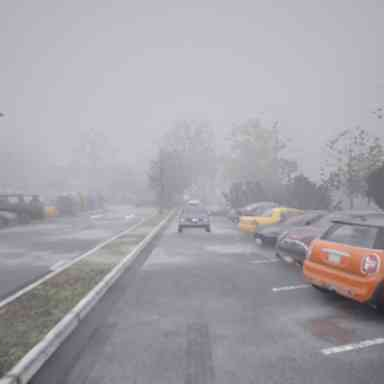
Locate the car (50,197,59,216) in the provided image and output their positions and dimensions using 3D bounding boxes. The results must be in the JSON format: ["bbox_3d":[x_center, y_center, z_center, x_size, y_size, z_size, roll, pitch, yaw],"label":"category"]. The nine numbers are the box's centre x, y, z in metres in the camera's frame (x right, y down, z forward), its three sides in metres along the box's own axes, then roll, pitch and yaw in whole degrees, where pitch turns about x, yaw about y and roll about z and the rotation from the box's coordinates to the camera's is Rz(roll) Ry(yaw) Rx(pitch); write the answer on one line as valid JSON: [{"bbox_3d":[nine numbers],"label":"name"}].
[{"bbox_3d":[-13.446,1.439,26.345,5.366,1.575,1.946,-1,1,-20],"label":"car"}]

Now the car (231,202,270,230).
[{"bbox_3d":[5.015,1.482,17.127,5.366,1.575,1.946,1,0,-20],"label":"car"}]

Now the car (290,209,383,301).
[{"bbox_3d":[4.802,1.358,7.291,4.553,1.767,2.185,1,0,-20],"label":"car"}]

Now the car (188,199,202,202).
[{"bbox_3d":[0.292,1.471,35.423,1.812,1.442,4.674,0,0,3],"label":"car"}]

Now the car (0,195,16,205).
[{"bbox_3d":[-33.360,1.519,60.088,2.185,1.767,4.553,1,-3,-19],"label":"car"}]

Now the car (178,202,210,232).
[{"bbox_3d":[0.118,1.544,20.228,2.033,1.411,5.357,0,0,0],"label":"car"}]

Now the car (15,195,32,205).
[{"bbox_3d":[-30.324,1.516,59.985,2.185,1.767,4.553,1,-3,-19],"label":"car"}]

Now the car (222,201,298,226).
[{"bbox_3d":[4.858,1.482,23.846,4.892,1.521,2.231,1,0,-20],"label":"car"}]

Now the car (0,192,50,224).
[{"bbox_3d":[-13.312,1.203,23.369,5.566,2.045,2.435,-1,0,-20],"label":"car"}]

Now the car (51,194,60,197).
[{"bbox_3d":[-24.305,1.391,59.955,2.435,2.045,5.566,1,-3,-19],"label":"car"}]

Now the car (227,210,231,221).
[{"bbox_3d":[4.841,1.483,20.451,4.892,1.521,2.231,1,0,-20],"label":"car"}]

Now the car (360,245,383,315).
[{"bbox_3d":[4.832,1.525,4.319,4.674,1.452,2.002,1,0,-20],"label":"car"}]

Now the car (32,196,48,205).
[{"bbox_3d":[-27.309,1.643,59.972,2.231,1.521,4.892,1,-3,-19],"label":"car"}]

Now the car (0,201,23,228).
[{"bbox_3d":[-13.299,1.503,20.369,4.674,1.452,2.002,-1,0,-20],"label":"car"}]

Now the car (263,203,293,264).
[{"bbox_3d":[4.866,1.359,10.282,4.553,1.767,2.185,1,0,-20],"label":"car"}]

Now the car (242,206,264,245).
[{"bbox_3d":[4.813,1.512,13.652,4.792,1.488,2.163,1,0,-20],"label":"car"}]
